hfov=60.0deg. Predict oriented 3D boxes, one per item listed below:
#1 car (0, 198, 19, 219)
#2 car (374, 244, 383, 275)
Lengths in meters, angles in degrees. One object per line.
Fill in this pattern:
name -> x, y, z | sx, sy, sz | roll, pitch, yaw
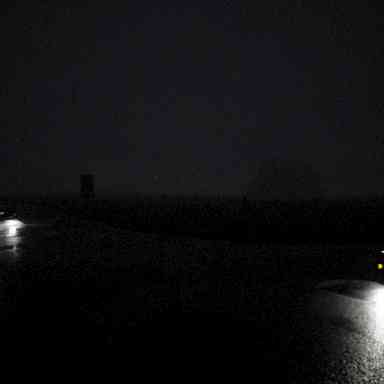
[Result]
car -> -13.392, 1.156, 23.099 | 1.994, 1.385, 4.181 | -1, 2, -35
car -> 6.637, 1.491, 8.730 | 4.181, 1.385, 1.994 | 0, 0, -36
